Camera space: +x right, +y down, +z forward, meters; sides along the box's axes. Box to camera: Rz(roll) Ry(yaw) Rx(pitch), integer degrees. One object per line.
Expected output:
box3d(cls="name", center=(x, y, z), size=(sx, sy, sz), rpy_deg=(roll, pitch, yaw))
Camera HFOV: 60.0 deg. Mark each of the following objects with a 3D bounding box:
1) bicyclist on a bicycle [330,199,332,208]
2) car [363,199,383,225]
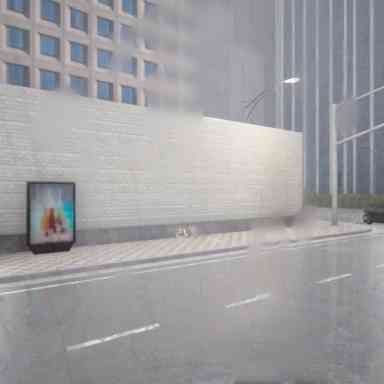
box3d(cls="bicyclist on a bicycle", center=(18.685, 1.356, 43.961), size=(1.656, 1.620, 0.582), rpy_deg=(0, 0, -36))
box3d(cls="car", center=(13.481, 1.390, 21.767), size=(2.097, 1.767, 4.553), rpy_deg=(0, 0, -11))
